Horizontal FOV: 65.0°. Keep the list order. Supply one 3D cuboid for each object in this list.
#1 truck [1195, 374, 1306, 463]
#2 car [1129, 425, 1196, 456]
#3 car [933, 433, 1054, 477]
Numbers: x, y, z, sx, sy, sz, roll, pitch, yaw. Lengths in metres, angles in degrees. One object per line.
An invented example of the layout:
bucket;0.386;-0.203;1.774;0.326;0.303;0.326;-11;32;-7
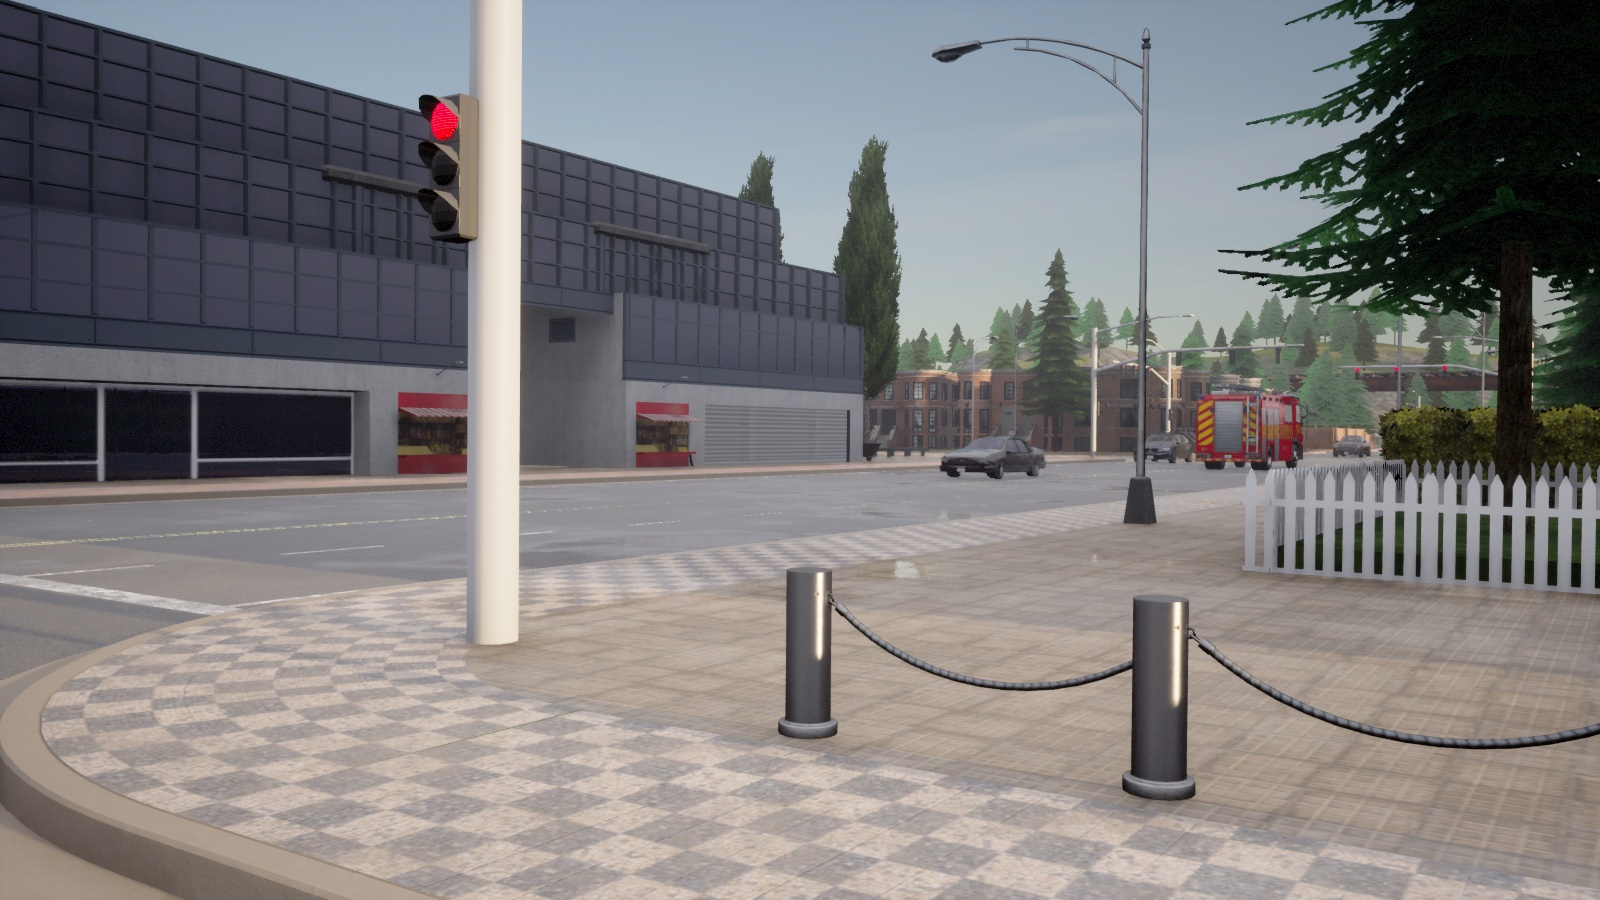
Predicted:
truck;21.085;-1.422;58.443;2.891;3.827;8.468;0;1;34
car;20.109;-0.556;69.583;2.242;1.667;4.611;0;1;34
car;6.735;0.127;43.267;2.033;1.411;5.357;0;1;34
